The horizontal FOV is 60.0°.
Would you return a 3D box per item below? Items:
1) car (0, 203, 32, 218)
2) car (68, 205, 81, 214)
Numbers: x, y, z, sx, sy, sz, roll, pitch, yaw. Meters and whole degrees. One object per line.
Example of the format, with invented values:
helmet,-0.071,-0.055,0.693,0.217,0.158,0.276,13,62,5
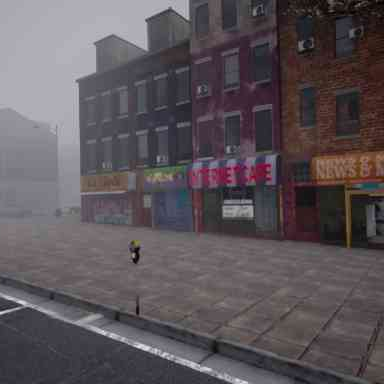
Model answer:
car,-16.226,1.631,28.949,1.994,1.385,4.181,-2,-1,36
car,-10.771,1.609,36.539,2.033,1.411,5.357,-2,-1,35
